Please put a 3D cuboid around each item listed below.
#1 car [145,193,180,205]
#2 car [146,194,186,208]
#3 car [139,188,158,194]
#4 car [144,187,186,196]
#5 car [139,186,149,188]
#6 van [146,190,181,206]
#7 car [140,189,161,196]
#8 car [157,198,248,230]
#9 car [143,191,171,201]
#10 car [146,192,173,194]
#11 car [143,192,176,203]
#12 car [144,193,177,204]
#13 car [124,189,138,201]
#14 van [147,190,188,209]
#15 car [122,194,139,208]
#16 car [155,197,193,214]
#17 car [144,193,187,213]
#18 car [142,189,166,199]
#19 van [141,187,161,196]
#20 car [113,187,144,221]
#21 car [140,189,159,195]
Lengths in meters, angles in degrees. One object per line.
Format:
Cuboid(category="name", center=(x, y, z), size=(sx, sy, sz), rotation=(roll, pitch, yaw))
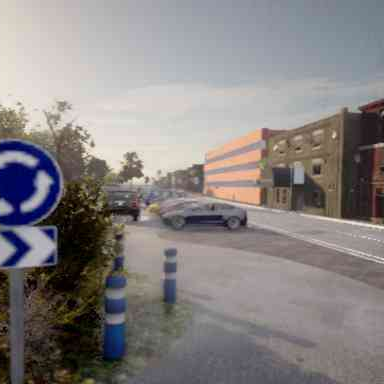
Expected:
Cuboid(category="car", center=(-4.149, 1.004, 46.345), size=(4.674, 1.452, 2.002), rotation=(1, 1, -10))
Cuboid(category="car", center=(-3.174, 1.085, 40.765), size=(4.674, 1.452, 2.002), rotation=(1, 0, -10))
Cuboid(category="car", center=(-11.908, -0.245, 90.877), size=(5.008, 1.535, 2.097), rotation=(1, 1, -10))
Cuboid(category="car", center=(-2.163, 0.846, 35.203), size=(5.566, 2.045, 2.435), rotation=(1, 0, -10))
Cuboid(category="car", center=(-6.594, 0.339, 60.256), size=(5.566, 2.045, 2.435), rotation=(1, 1, -10))
Cuboid(category="van", center=(-3.745, 0.788, 43.409), size=(4.442, 1.987, 1.878), rotation=(1, 1, -10))
Cuboid(category="car", center=(-9.944, 0.091, 79.751), size=(4.792, 1.488, 2.163), rotation=(1, 1, -10))
Cuboid(category="car", center=(0.695, 1.281, 18.493), size=(4.792, 1.488, 2.163), rotation=(1, 0, -10))
Cuboid(category="car", center=(-6.092, 0.706, 57.485), size=(4.674, 1.452, 2.002), rotation=(1, 1, -10))
Cuboid(category="car", center=(-1.715, 1.122, 32.415), size=(5.008, 1.535, 2.097), rotation=(1, 0, -10))
Cuboid(category="car", center=(-5.112, 0.818, 51.920), size=(5.008, 1.535, 2.097), rotation=(1, 1, -10))
Cuboid(category="car", center=(-4.631, 0.933, 49.138), size=(4.674, 1.452, 2.002), rotation=(1, 1, -10))
Cuboid(category="car", center=(-9.887, 0.503, 54.038), size=(2.097, 1.767, 4.553), rotation=(1, 1, -10))
Cuboid(category="van", center=(-2.793, 0.842, 37.961), size=(4.442, 1.987, 1.878), rotation=(1, 0, -10))
Cuboid(category="car", center=(-7.349, 0.987, 39.591), size=(1.812, 1.442, 4.674), rotation=(1, 0, -10))
Cuboid(category="car", center=(0.234, 1.266, 21.282), size=(4.674, 1.452, 2.002), rotation=(1, 0, -10))
Cuboid(category="car", center=(-0.919, 1.167, 26.817), size=(5.366, 1.575, 1.946), rotation=(1, 0, -10))
Cuboid(category="car", center=(-7.572, 0.313, 65.824), size=(4.553, 1.767, 2.185), rotation=(1, 1, -10))
Cuboid(category="van", center=(-9.595, -0.092, 76.938), size=(4.442, 1.987, 1.878), rotation=(1, 1, -10))
Cuboid(category="car", center=(-4.773, 0.827, 23.359), size=(2.150, 2.045, 5.566), rotation=(2, 0, -7))
Cuboid(category="car", center=(-10.941, -0.051, 85.313), size=(4.674, 1.452, 2.002), rotation=(1, 1, -10))
